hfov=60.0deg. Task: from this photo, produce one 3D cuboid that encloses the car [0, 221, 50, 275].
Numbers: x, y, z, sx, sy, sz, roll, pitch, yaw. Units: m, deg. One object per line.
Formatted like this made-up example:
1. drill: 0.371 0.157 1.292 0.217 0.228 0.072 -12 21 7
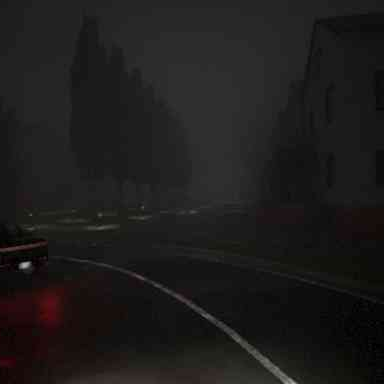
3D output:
1. car: -6.039 1.563 9.312 4.902 1.511 2.128 -1 0 33
